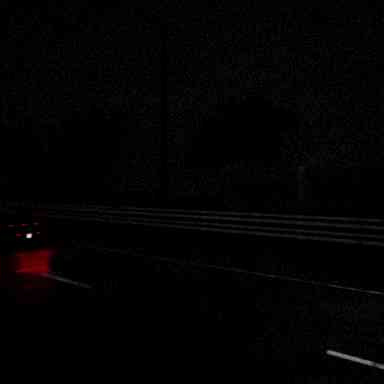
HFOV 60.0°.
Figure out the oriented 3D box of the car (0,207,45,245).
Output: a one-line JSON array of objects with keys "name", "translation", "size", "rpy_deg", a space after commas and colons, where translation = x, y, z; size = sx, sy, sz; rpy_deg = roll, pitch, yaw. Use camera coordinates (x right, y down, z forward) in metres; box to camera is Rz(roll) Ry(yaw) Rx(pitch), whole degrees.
[{"name": "car", "translation": [-8.207, 1.408, 14.145], "size": [4.892, 1.490, 1.837], "rpy_deg": [0, 0, 36]}]
